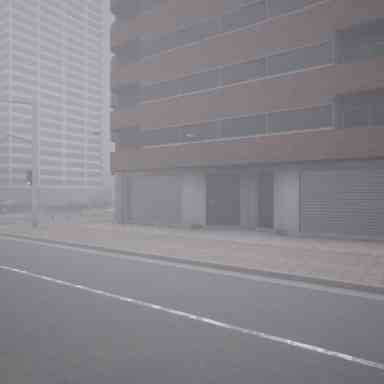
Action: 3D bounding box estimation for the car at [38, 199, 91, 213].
[{"bbox_3d":[-13.872,1.601,36.458,1.895,1.301,4.718,0,0,35],"label":"car"}]

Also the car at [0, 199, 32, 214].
[{"bbox_3d":[-18.736,1.477,35.595,1.882,1.535,5.008,0,0,35],"label":"car"}]

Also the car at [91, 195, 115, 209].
[{"bbox_3d":[-12.781,1.505,44.149,1.837,1.490,4.892,0,0,35],"label":"car"}]
